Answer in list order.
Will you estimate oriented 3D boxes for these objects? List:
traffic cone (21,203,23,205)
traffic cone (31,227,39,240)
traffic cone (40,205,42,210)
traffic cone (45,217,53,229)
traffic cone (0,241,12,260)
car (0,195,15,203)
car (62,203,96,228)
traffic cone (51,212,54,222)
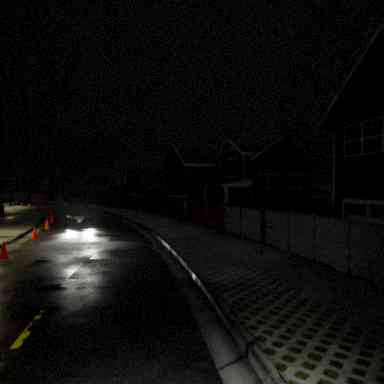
[{"bbox_3d":[-27.942,1.890,54.622,0.340,0.580,0.340,-1,1,-40],"label":"traffic cone"},{"bbox_3d":[-7.577,1.992,16.033,0.340,0.580,0.340,0,0,-16],"label":"traffic cone"},{"bbox_3d":[-19.366,1.979,42.756,0.340,0.580,0.340,0,0,-32],"label":"traffic cone"},{"bbox_3d":[-9.014,2.009,20.701,0.340,0.580,0.340,0,0,-18],"label":"traffic cone"},{"bbox_3d":[-6.361,1.975,11.303,0.340,0.580,0.340,0,0,-13],"label":"traffic cone"},{"bbox_3d":[-37.219,1.368,66.568,4.674,1.442,1.812,0,1,37],"label":"car"},{"bbox_3d":[-7.855,1.544,23.109,2.128,1.511,4.902,0,0,-20],"label":"car"},{"bbox_3d":[-10.668,2.018,25.296,0.340,0.580,0.340,0,0,-21],"label":"traffic cone"}]
